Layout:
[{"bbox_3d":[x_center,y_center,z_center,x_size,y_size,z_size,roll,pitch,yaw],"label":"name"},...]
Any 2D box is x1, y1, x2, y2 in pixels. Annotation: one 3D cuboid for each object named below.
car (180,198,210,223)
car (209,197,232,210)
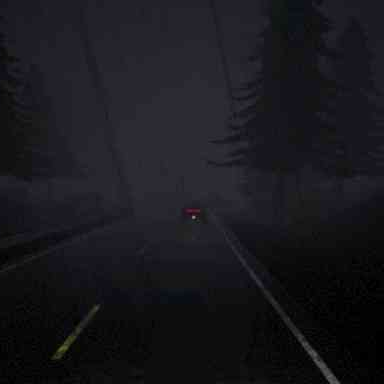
[{"bbox_3d":[0.153,1.437,24.846,1.837,1.490,4.892,0,0,1],"label":"car"},{"bbox_3d":[3.082,1.361,41.856,1.882,1.535,5.008,-2,-2,44],"label":"car"}]
